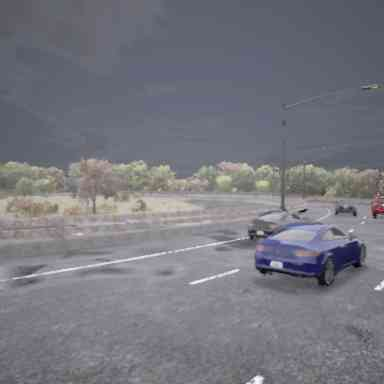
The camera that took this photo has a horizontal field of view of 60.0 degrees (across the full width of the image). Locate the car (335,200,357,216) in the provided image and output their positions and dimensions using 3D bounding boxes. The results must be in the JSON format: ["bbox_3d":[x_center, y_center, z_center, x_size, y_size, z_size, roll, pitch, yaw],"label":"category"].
[{"bbox_3d":[17.191,1.651,37.132,2.097,1.767,4.553,0,0,25],"label":"car"}]

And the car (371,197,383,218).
[{"bbox_3d":[19.216,1.529,33.142,2.150,2.045,5.566,1,0,27],"label":"car"}]

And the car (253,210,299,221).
[{"bbox_3d":[4.389,1.622,16.186,1.812,1.442,4.674,1,0,38],"label":"car"}]

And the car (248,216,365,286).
[{"bbox_3d":[3.549,1.592,9.669,1.812,1.442,4.674,1,0,41],"label":"car"}]
